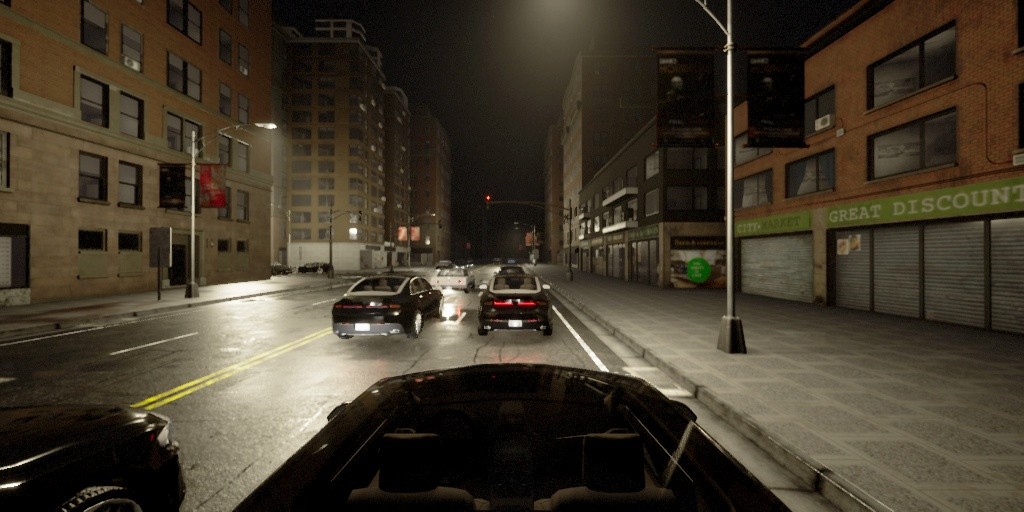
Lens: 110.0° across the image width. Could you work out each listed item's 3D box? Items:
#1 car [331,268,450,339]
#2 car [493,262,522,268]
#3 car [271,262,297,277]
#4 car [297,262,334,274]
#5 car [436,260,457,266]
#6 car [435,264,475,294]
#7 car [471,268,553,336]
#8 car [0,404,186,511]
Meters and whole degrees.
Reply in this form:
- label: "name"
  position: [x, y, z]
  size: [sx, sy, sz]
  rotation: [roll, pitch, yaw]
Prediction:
- label: "car"
  position: [-3.169, 1.250, 10.006]
  size: [1.837, 1.490, 4.892]
  rotation: [0, 0, 0]
- label: "car"
  position: [-0.035, 1.265, 19.644]
  size: [1.812, 1.442, 4.674]
  rotation: [0, 0, 0]
- label: "car"
  position: [-23.681, 1.290, 34.575]
  size: [4.181, 1.385, 1.994]
  rotation: [0, 0, 0]
- label: "car"
  position: [-22.227, 1.318, 40.054]
  size: [4.313, 1.339, 1.948]
  rotation: [0, 0, 0]
- label: "car"
  position: [-9.946, 1.279, 53.173]
  size: [2.033, 1.411, 5.357]
  rotation: [0, 0, 0]
- label: "car"
  position: [-3.189, 1.340, 20.290]
  size: [1.895, 1.301, 4.718]
  rotation: [0, 0, 0]
- label: "car"
  position: [0.081, 1.249, 10.387]
  size: [1.837, 1.490, 4.892]
  rotation: [0, 0, 0]
- label: "car"
  position: [-3.155, 1.241, 0.424]
  size: [2.128, 1.511, 4.902]
  rotation: [0, 0, 0]
